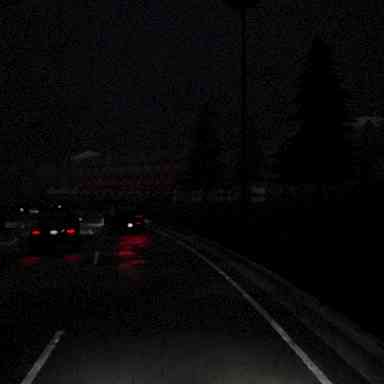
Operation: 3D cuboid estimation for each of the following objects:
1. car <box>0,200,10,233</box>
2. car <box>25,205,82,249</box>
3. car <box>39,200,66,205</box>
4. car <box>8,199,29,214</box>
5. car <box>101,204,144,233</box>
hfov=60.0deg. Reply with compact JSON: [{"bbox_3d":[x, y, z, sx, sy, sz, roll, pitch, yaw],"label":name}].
[{"bbox_3d":[-11.628,1.470,18.573,1.882,1.535,5.008,0,0,-25],"label":"car"},{"bbox_3d":[-5.894,1.528,14.563,2.033,1.411,5.357,0,0,-19],"label":"car"},{"bbox_3d":[-15.157,1.519,36.008,1.994,1.385,4.181,0,0,-44],"label":"car"},{"bbox_3d":[-18.457,1.479,34.399,4.892,1.490,1.837,0,0,45],"label":"car"},{"bbox_3d":[-4.115,1.464,19.490,1.837,1.490,4.892,0,0,-22],"label":"car"}]
